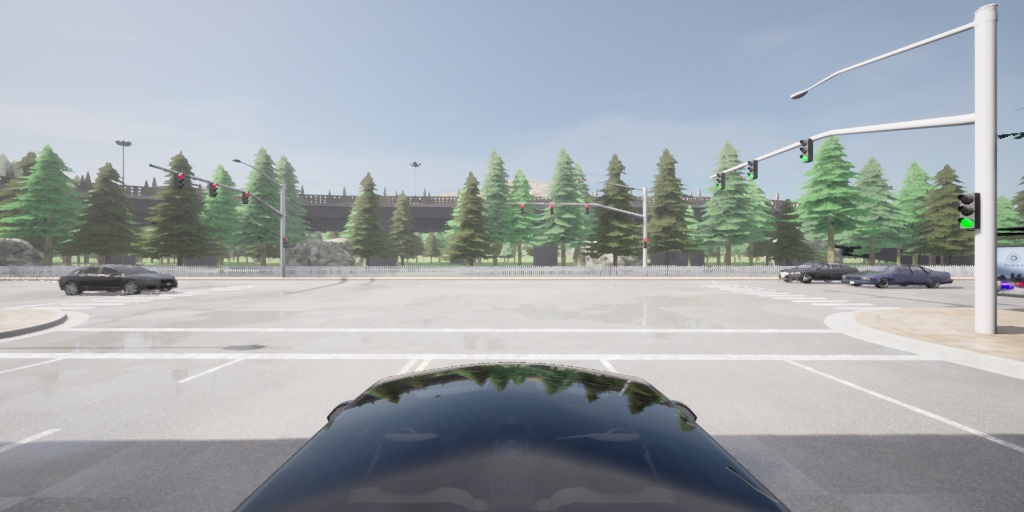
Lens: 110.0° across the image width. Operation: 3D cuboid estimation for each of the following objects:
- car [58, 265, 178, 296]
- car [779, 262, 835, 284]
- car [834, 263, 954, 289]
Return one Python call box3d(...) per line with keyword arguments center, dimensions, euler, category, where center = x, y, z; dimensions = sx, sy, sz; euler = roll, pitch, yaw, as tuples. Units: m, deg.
box3d(center=(-20.040, 1.200, 18.365), dimensions=(4.892, 1.490, 1.837), euler=(0, 0, 0), category="car")
box3d(center=(21.757, 1.186, 25.510), dimensions=(4.902, 1.511, 2.128), euler=(0, 0, 0), category="car")
box3d(center=(23.565, 1.242, 22.024), dimensions=(5.357, 1.411, 2.033), euler=(0, 0, 0), category="car")
